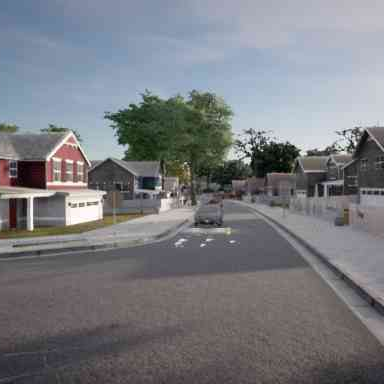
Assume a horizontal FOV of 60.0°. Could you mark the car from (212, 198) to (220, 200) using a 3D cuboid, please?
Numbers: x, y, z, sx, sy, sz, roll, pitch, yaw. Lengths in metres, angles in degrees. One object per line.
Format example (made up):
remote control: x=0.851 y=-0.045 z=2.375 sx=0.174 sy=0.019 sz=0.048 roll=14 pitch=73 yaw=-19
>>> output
car: x=3.539 y=1.641 z=48.738 sx=1.994 sy=1.385 sz=4.181 roll=0 pitch=0 yaw=4

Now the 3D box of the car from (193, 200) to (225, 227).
car: x=1.235 y=1.573 z=23.290 sx=1.837 sy=1.490 sz=4.892 roll=0 pitch=0 yaw=7
